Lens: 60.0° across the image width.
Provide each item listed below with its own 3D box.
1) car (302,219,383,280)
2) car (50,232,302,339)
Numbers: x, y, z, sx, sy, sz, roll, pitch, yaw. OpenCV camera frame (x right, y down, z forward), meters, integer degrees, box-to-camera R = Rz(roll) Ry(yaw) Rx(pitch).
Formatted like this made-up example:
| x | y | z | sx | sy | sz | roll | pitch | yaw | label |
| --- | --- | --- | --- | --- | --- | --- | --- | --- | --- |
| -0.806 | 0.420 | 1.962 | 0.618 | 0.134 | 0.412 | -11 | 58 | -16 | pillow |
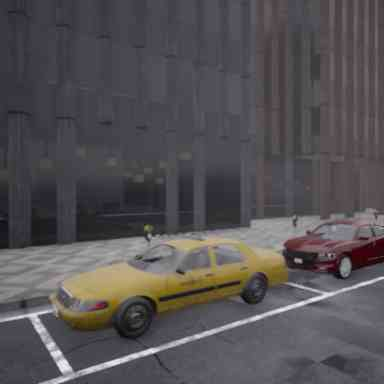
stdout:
| x | y | z | sx | sy | sz | roll | pitch | yaw | label |
| --- | --- | --- | --- | --- | --- | --- | --- | --- | --- |
| 4.585 | 1.525 | 9.918 | 4.507 | 1.381 | 1.887 | 0 | 0 | -35 | car |
| -0.143 | 1.518 | 6.547 | 4.829 | 1.417 | 1.752 | 0 | 0 | -35 | car |
